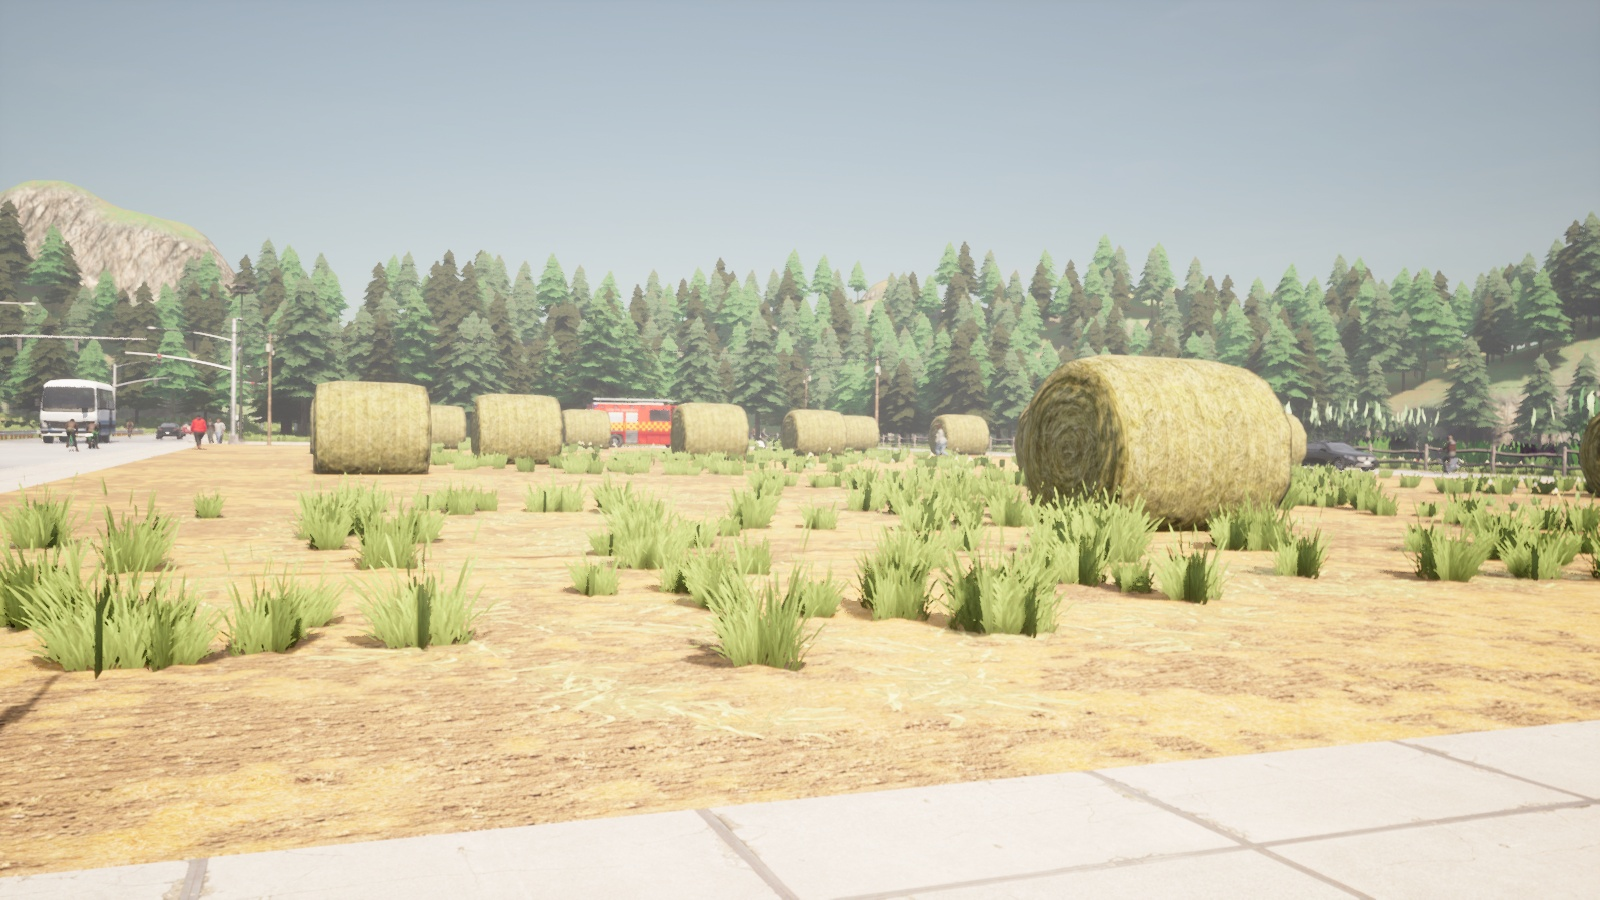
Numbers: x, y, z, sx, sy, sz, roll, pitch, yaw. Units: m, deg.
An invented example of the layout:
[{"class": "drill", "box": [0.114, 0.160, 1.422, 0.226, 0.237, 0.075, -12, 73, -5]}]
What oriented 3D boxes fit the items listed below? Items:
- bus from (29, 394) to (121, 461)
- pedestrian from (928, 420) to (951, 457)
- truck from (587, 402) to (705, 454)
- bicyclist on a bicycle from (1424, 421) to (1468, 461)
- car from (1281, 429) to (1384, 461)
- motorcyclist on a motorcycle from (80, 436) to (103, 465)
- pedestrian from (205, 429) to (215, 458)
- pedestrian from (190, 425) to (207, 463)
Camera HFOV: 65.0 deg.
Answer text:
[{"class": "bus", "box": [-48.904, -1.533, 85.044, 3.944, 4.253, 10.273, -1, 1, -22]}, {"class": "pedestrian", "box": [7.012, -0.577, 63.067, 0.900, 1.855, 0.874, 0, 1, 22]}, {"class": "truck", "box": [-11.705, -1.719, 95.417, 8.468, 3.827, 2.891, -1, 1, -21]}, {"class": "bicyclist on a bicycle", "box": [29.234, -0.420, 56.878, 0.659, 1.776, 1.843, -1, 1, -18]}, {"class": "car", "box": [24.896, -0.265, 58.858, 1.812, 1.442, 4.674, -1, 1, -18]}, {"class": "motorcyclist on a motorcycle", "box": [-37.793, 0.002, 67.029, 0.797, 1.523, 2.044, -1, 1, -22]}, {"class": "pedestrian", "box": [-39.423, -0.407, 83.901, 0.402, 1.930, 0.666, -1, 1, -8]}, {"class": "pedestrian", "box": [-29.974, -0.309, 62.609, 0.634, 1.844, 0.899, -1, 1, -33]}]
